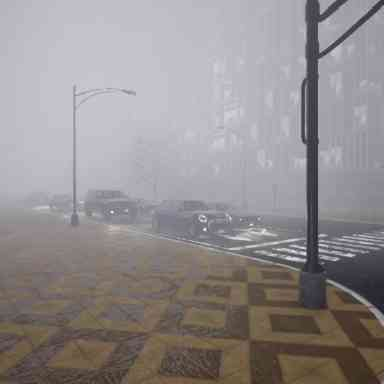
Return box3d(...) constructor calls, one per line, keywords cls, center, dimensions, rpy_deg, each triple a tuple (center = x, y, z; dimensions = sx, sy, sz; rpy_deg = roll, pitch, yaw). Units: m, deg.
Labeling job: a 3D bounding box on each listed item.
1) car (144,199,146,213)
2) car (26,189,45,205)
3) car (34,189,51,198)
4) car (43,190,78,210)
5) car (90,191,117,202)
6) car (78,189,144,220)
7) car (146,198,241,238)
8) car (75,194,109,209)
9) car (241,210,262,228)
box3d(cls="car", center=(-4.394, 1.166, 27.207), dimensions=(1.895, 1.301, 4.718), rpy_deg=(0, 1, -38))
box3d(cls="car", center=(-18.740, 0.710, 40.255), dimensions=(2.128, 1.511, 4.902), rpy_deg=(0, 1, -37))
box3d(cls="car", center=(-28.616, 0.236, 63.588), dimensions=(1.882, 1.535, 5.008), rpy_deg=(0, 1, -38))
box3d(cls="car", center=(-12.367, 0.900, 32.082), dimensions=(2.128, 1.511, 4.902), rpy_deg=(0, 1, -38))
box3d(cls="car", center=(-13.076, 0.635, 49.069), dimensions=(2.128, 1.511, 4.902), rpy_deg=(0, 1, -38))
box3d(cls="car", center=(-5.979, 0.819, 23.968), dimensions=(2.150, 2.045, 5.566), rpy_deg=(0, 1, -38))
box3d(cls="car", center=(-0.074, 1.124, 16.496), dimensions=(2.097, 1.767, 4.553), rpy_deg=(0, 1, -38))
box3d(cls="car", center=(-10.603, 0.945, 35.101), dimensions=(1.994, 1.385, 4.181), rpy_deg=(0, 1, -38))
box3d(cls="car", center=(1.586, 1.289, 19.691), dimensions=(2.033, 1.411, 5.357), rpy_deg=(0, 1, -36))
